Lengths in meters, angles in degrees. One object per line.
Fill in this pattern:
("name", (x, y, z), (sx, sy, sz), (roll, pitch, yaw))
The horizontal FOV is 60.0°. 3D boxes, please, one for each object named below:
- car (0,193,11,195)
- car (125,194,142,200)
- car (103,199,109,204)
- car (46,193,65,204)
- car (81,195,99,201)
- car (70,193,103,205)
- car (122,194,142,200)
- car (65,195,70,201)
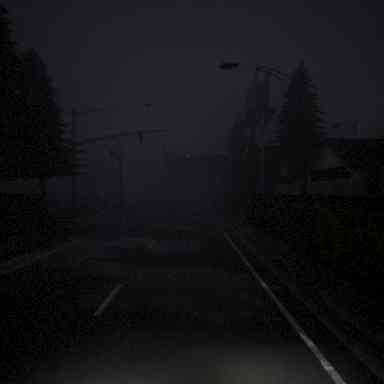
("car", (-42.124, 1.158, 72.059), (3.866, 1.878, 1.905), (0, 0, 0))
("car", (-16.488, 1.445, 93.705), (4.514, 1.523, 2.007), (0, 0, 0))
("car", (-16.171, 1.424, 56.312), (3.806, 1.475, 1.970), (0, 0, 0))
("car", (-24.650, 1.161, 56.226), (4.605, 1.855, 1.932), (0, 0, 0))
("car", (-24.024, 1.408, 78.679), (3.633, 1.501, 1.845), (0, 0, 0))
("car", (-16.763, 1.137, 52.984), (3.866, 1.878, 1.905), (0, 0, 0))
("car", (-16.418, 1.432, 90.568), (5.027, 1.636, 2.152), (0, 0, 0))
("car", (-24.009, 1.375, 68.686), (4.514, 1.523, 2.007), (0, 0, 0))
